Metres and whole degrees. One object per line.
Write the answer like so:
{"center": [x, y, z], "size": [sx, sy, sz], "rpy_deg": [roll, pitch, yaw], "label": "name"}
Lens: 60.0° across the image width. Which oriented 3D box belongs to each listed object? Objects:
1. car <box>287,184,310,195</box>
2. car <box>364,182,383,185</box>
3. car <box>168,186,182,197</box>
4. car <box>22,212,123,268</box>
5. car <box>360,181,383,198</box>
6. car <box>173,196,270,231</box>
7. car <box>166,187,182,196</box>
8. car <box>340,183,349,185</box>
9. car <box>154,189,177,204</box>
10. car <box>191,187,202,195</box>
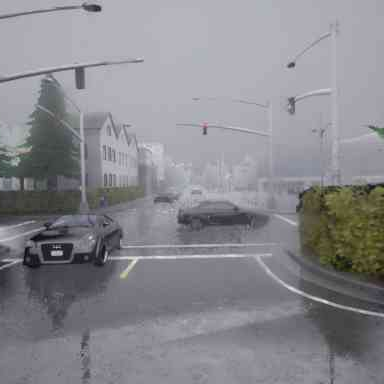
{"center": [16.109, -0.276, 51.402], "size": [2.007, 1.523, 4.514], "rpy_deg": [-1, 1, 1], "label": "car"}
{"center": [19.559, -0.104, 33.481], "size": [1.905, 1.878, 3.866], "rpy_deg": [-1, 1, 1], "label": "car"}
{"center": [-2.819, -0.112, 55.757], "size": [2.097, 1.767, 4.553], "rpy_deg": [-1, 1, 1], "label": "car"}
{"center": [-3.396, 1.339, 10.205], "size": [1.994, 1.385, 4.181], "rpy_deg": [-1, 0, -2], "label": "car"}
{"center": [22.932, -0.362, 41.308], "size": [1.932, 1.855, 4.605], "rpy_deg": [-1, 1, 1], "label": "car"}
{"center": [1.555, 1.111, 16.914], "size": [4.674, 1.442, 1.812], "rpy_deg": [-1, 2, 1], "label": "car"}
{"center": [-2.941, 0.145, 46.026], "size": [2.097, 1.767, 4.553], "rpy_deg": [-1, 1, 1], "label": "car"}
{"center": [26.265, -0.833, 58.649], "size": [2.152, 1.636, 5.027], "rpy_deg": [-1, 1, 1], "label": "car"}
{"center": [-3.090, 0.632, 37.059], "size": [1.895, 1.301, 4.718], "rpy_deg": [-1, 1, 1], "label": "car"}
{"center": [0.818, -0.147, 60.690], "size": [1.812, 1.442, 4.674], "rpy_deg": [-1, 1, 1], "label": "car"}
